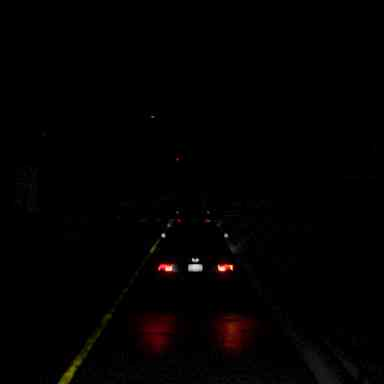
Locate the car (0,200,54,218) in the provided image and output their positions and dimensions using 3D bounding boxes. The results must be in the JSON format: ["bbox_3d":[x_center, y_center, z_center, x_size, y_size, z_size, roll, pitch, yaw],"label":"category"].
[{"bbox_3d":[-15.360,1.714,30.440,4.206,1.307,1.802,-1,1,0],"label":"car"}]

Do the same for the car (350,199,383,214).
[{"bbox_3d":[16.987,1.329,30.455,4.403,1.369,2.008,-1,1,0],"label":"car"}]

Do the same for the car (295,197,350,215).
[{"bbox_3d":[11.608,1.406,30.453,4.313,1.339,1.947,-1,1,0],"label":"car"}]

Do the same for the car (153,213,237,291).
[{"bbox_3d":[0.076,1.539,9.070,2.033,1.411,5.357,0,0,0],"label":"car"}]

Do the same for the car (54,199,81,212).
[{"bbox_3d":[-15.545,1.568,38.964,4.829,1.417,1.752,-1,1,0],"label":"car"}]

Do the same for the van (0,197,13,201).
[{"bbox_3d":[-21.056,1.439,38.957,3.998,1.788,1.690,-1,1,0],"label":"van"}]

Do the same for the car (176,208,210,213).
[{"bbox_3d":[0.053,1.542,18.297,1.994,1.385,4.181,0,0,0],"label":"car"}]
